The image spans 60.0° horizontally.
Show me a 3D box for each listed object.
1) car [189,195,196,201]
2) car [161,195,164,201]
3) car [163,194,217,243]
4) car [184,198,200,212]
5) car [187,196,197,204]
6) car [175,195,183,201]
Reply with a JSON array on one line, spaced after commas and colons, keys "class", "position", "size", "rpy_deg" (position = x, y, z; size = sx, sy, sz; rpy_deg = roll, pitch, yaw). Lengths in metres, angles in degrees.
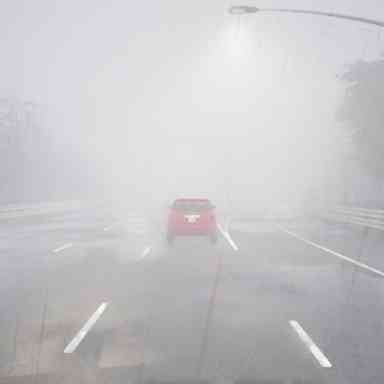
[{"class": "car", "position": [0.023, 1.672, 89.009], "size": [1.812, 1.442, 4.674], "rpy_deg": [0, 0, 0]}, {"class": "car", "position": [-6.978, 1.495, 87.317], "size": [2.097, 1.767, 4.553], "rpy_deg": [0, 0, 0]}, {"class": "car", "position": [0.003, 1.236, 16.267], "size": [2.150, 2.045, 5.566], "rpy_deg": [0, 0, 0]}, {"class": "car", "position": [0.007, 1.512, 40.487], "size": [1.882, 1.535, 5.008], "rpy_deg": [0, 0, 0]}, {"class": "car", "position": [0.014, 1.607, 67.607], "size": [1.812, 1.442, 4.674], "rpy_deg": [0, 0, 0]}, {"class": "car", "position": [-3.478, 1.615, 86.929], "size": [1.882, 1.535, 5.008], "rpy_deg": [0, 0, 0]}]
